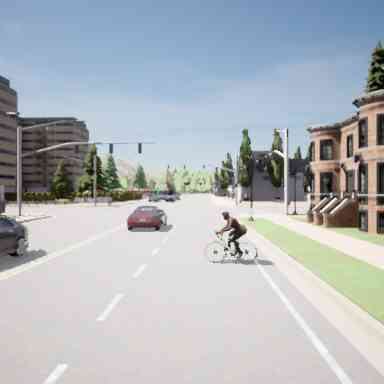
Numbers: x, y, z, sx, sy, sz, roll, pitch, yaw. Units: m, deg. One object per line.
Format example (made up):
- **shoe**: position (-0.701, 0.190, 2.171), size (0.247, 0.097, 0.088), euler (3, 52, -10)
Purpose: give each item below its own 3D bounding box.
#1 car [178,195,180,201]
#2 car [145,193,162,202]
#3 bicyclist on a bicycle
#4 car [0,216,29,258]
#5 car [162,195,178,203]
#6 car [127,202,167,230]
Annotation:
- **car**: position (-4.133, 1.470, 86.292), size (1.837, 1.490, 4.892), euler (0, 0, 2)
- **car**: position (-8.156, 1.501, 70.943), size (2.128, 1.511, 4.902), euler (0, 0, 2)
- **bicyclist on a bicycle**: position (1.218, 1.429, 10.390), size (1.656, 1.620, 0.582), euler (0, 0, 2)
- **car**: position (-6.812, 1.500, 10.032), size (1.837, 1.490, 4.892), euler (0, 0, 2)
- **car**: position (-4.660, 1.571, 70.778), size (1.895, 1.301, 4.718), euler (0, 0, 2)
- **car**: position (-2.748, 1.556, 20.966), size (1.994, 1.385, 4.181), euler (0, 0, 2)
